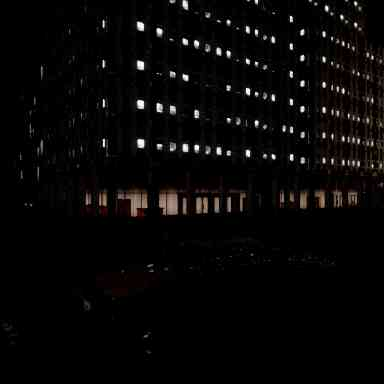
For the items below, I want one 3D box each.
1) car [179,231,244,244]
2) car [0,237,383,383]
[{"bbox_3d":[0.275,1.525,6.757,4.829,1.417,1.752,0,0,-36],"label":"car"},{"bbox_3d":[0.622,1.477,3.698,5.008,1.535,1.882,0,0,-36],"label":"car"}]
